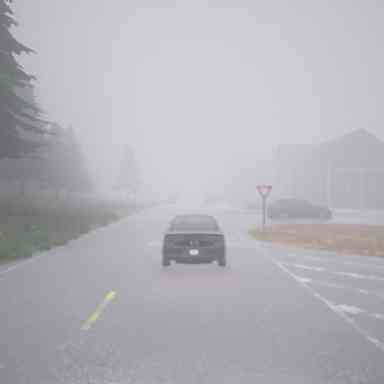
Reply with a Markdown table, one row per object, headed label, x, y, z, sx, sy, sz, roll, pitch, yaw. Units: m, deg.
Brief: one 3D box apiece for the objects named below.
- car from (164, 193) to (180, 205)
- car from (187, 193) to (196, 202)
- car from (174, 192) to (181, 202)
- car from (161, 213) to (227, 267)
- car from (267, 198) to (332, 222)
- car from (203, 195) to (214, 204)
| label | x | y | z | sx | sy | sz | roll | pitch | yaw |
| --- | --- | --- | --- | --- | --- | --- | --- | --- | --- |
| car | -3.568 | 1.435 | 56.728 | 1.812 | 1.442 | 4.674 | 0 | 0 | 0 |
| car | -0.018 | 1.422 | 73.017 | 2.033 | 1.411 | 5.357 | 0 | 0 | 0 |
| car | -3.517 | 1.105 | 72.561 | 2.150 | 2.045 | 5.566 | 0 | 0 | 0 |
| car | 0.069 | 1.459 | 11.399 | 1.882 | 1.535 | 5.008 | 0 | 0 | 0 |
| car | 7.996 | 1.228 | 24.742 | 4.553 | 1.767 | 2.097 | 0 | 1 | -5 |
| car | 2.957 | 1.357 | 61.467 | 1.816 | 1.474 | 4.193 | -6 | 1 | -2 |
